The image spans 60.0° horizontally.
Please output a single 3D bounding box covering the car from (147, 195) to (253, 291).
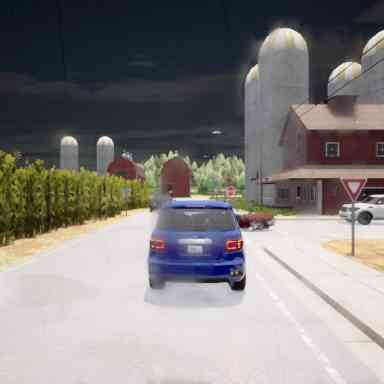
[{"bbox_3d":[0.217,1.221,9.220,2.150,2.045,5.566,0,0,3],"label":"car"}]

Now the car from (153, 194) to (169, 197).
[{"bbox_3d":[-3.480,1.221,37.822,2.150,2.045,5.566,0,0,0],"label":"car"}]

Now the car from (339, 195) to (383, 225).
[{"bbox_3d":[13.312,1.195,23.262,5.566,2.045,2.150,0,0,-1],"label":"car"}]

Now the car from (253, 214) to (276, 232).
[{"bbox_3d":[2.489,1.587,19.714,4.718,1.301,1.895,0,0,22],"label":"car"}]
